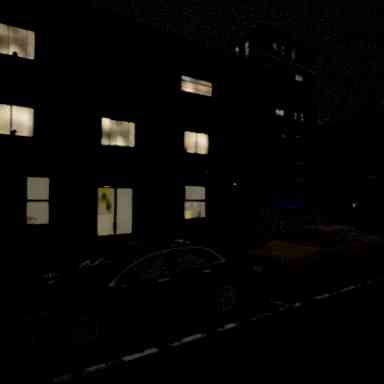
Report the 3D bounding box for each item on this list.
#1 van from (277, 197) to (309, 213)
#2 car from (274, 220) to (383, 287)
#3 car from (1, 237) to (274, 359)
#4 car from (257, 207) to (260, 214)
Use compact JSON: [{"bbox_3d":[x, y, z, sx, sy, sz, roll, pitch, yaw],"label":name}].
[{"bbox_3d":[12.222,1.535,40.321,1.690,1.788,3.998,0,-1,-35],"label":"van"},{"bbox_3d":[3.537,1.498,9.236,4.829,1.417,1.752,0,1,-35],"label":"car"},{"bbox_3d":[-0.855,1.542,5.894,4.403,1.369,2.008,0,1,-35],"label":"car"},{"bbox_3d":[5.330,1.642,35.553,1.947,1.339,4.313,0,-1,-35],"label":"car"}]
